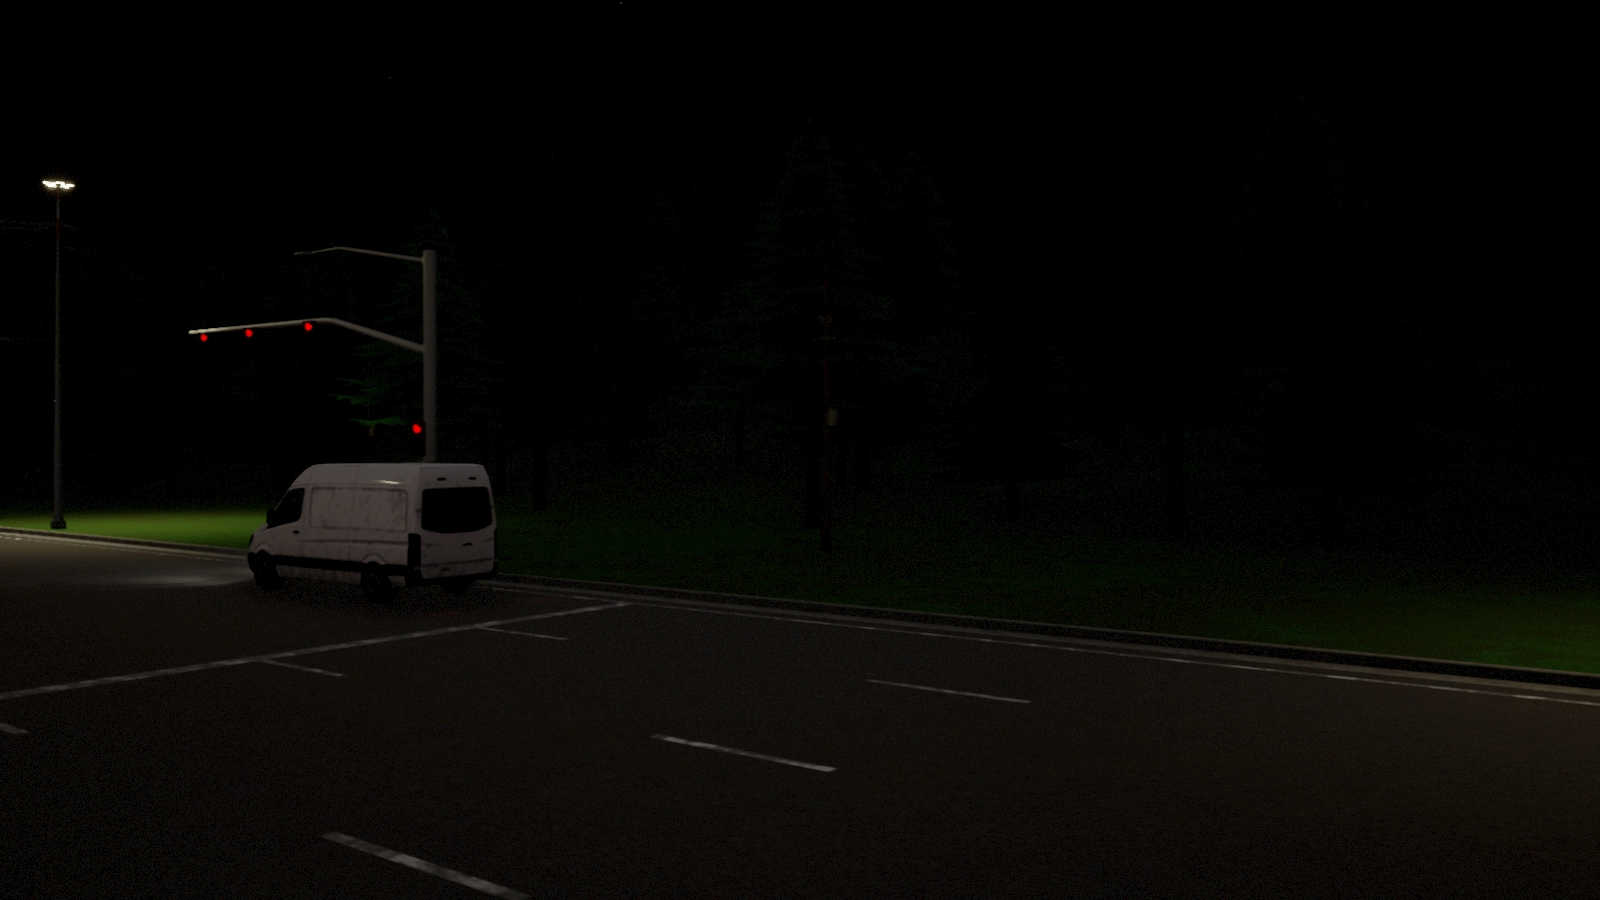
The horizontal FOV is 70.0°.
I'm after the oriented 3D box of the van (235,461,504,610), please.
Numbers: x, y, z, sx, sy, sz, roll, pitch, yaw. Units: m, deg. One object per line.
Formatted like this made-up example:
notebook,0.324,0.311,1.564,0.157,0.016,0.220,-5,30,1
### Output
van,-8.634,1.531,22.629,5.915,2.561,1.988,0,0,35
